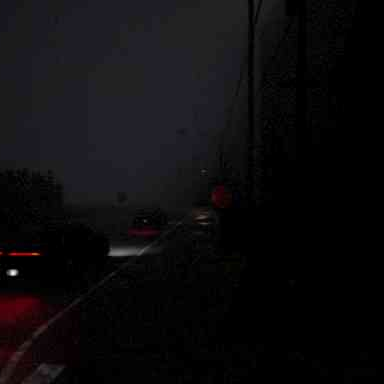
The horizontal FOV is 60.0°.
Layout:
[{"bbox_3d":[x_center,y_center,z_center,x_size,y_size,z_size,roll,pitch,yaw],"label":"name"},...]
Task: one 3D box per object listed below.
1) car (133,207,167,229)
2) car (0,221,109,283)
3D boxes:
[{"bbox_3d":[-3.076,1.870,25.355,1.882,1.535,5.008,0,-1,4],"label":"car"},{"bbox_3d":[-4.043,1.663,10.233,1.837,1.490,4.892,0,0,4],"label":"car"}]
